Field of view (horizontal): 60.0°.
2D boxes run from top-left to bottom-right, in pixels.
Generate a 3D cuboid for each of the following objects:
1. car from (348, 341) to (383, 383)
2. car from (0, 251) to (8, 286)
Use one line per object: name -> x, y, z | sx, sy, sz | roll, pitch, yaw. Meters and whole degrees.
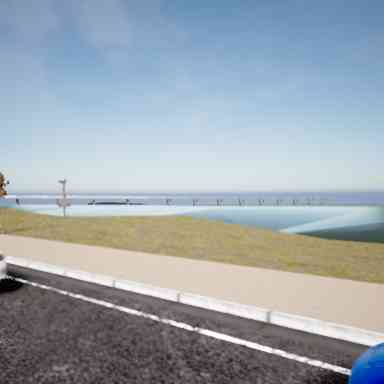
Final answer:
car -> 3.328, 1.456, 1.307 | 5.008, 1.535, 1.882 | -1, 0, 35
car -> -6.343, 1.630, 8.213 | 4.674, 1.442, 1.812 | -1, 0, 36
